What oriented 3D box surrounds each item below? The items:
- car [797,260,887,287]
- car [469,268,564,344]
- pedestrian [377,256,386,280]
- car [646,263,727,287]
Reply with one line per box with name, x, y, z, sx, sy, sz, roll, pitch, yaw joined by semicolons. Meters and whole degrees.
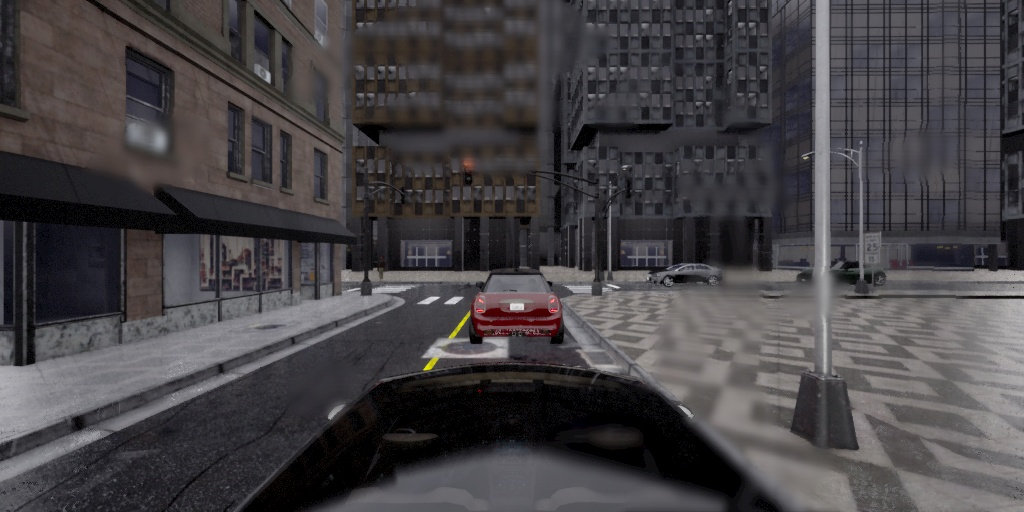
car;21.522;1.070;23.548;4.553;1.767;2.097;0;0;1
car;0.071;1.102;9.751;2.097;1.767;4.553;0;0;-1
pedestrian;-9.832;0.902;26.936;0.375;1.860;0.375;0;0;1
car;11.427;1.223;23.658;4.902;1.511;2.128;0;0;0
